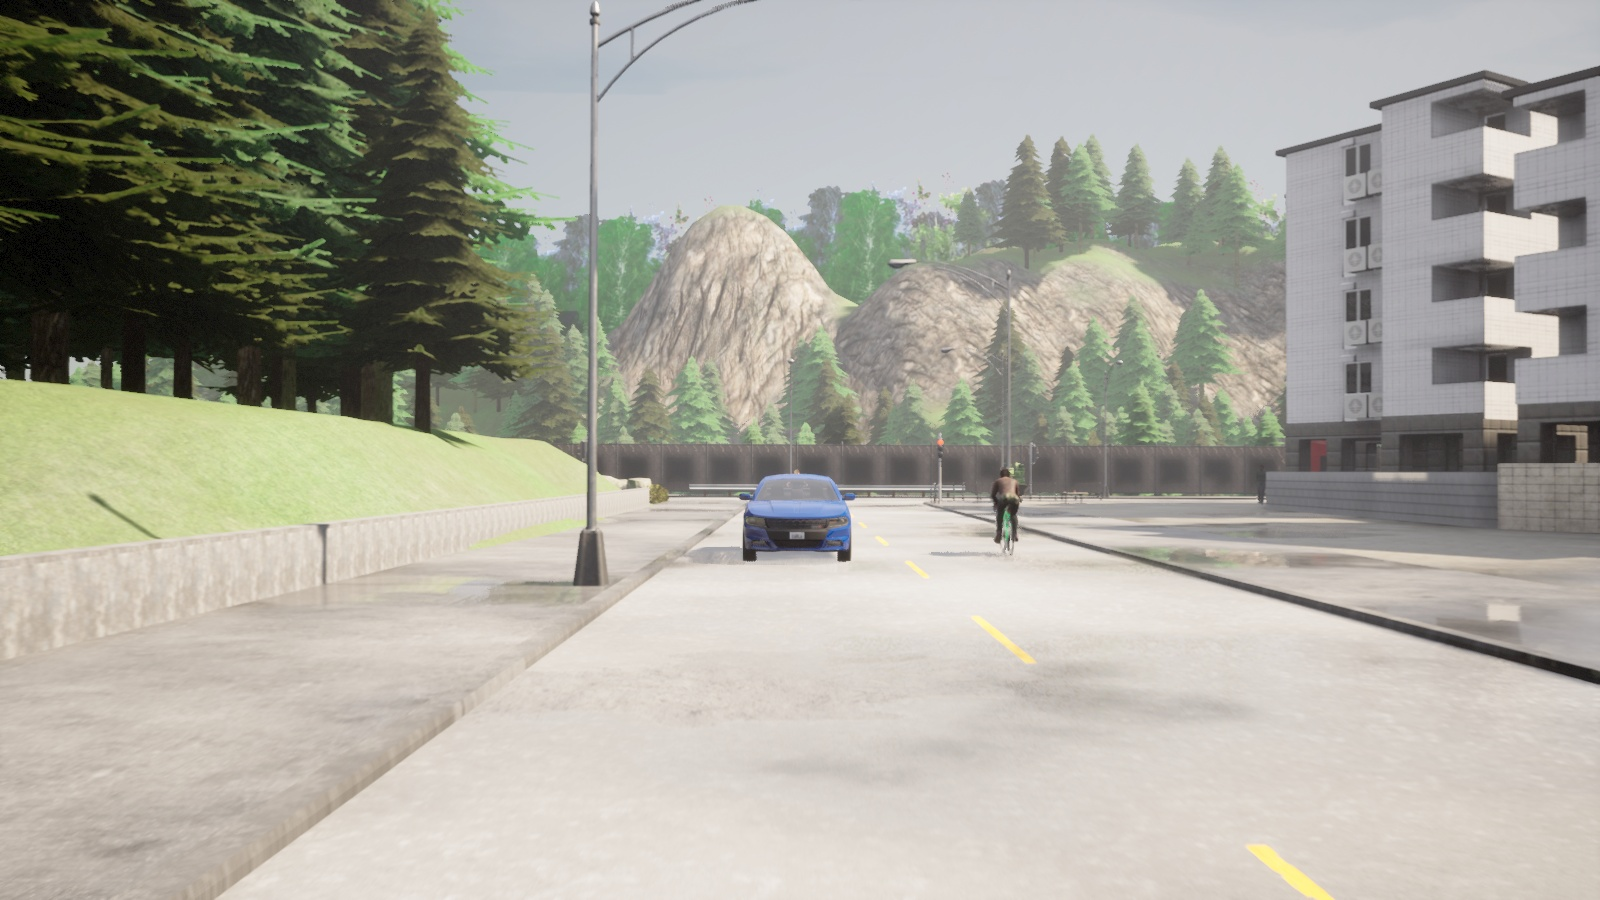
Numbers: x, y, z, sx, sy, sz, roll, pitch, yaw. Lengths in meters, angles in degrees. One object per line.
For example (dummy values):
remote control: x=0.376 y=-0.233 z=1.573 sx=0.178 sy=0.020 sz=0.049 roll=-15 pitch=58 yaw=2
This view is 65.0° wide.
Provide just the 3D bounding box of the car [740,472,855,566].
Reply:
car: x=-0.047 y=1.181 z=23.186 sx=1.882 sy=1.535 sz=5.008 roll=0 pitch=-1 yaw=0

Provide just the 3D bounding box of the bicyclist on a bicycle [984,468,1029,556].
bicyclist on a bicycle: x=3.916 y=1.152 z=23.913 sx=0.582 sy=1.620 sz=1.656 roll=0 pitch=-1 yaw=1

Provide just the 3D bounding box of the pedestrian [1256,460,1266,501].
pedestrian: x=20.957 y=1.397 z=57.112 sx=0.353 sy=1.847 sz=0.614 roll=-1 pitch=-1 yaw=27
